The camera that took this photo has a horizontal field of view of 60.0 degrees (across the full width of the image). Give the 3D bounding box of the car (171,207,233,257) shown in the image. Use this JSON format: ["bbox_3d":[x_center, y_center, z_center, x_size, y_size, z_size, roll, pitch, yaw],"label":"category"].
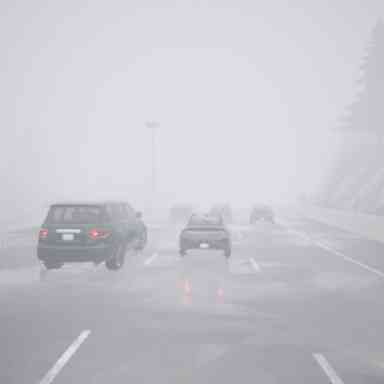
[{"bbox_3d":[0.612,1.605,13.580,2.128,1.511,4.902,0,0,5],"label":"car"}]

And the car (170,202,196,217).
[{"bbox_3d":[-0.723,1.721,31.541,1.882,1.535,5.008,0,0,10],"label":"car"}]

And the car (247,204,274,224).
[{"bbox_3d":[5.706,1.769,27.457,1.837,1.490,4.892,0,0,9],"label":"car"}]

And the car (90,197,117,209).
[{"bbox_3d":[-14.094,1.659,53.160,2.097,1.767,4.553,0,0,15],"label":"car"}]

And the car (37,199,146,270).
[{"bbox_3d":[-3.084,1.289,11.413,2.150,2.045,5.566,0,0,4],"label":"car"}]

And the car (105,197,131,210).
[{"bbox_3d":[-11.169,1.661,50.503,2.097,1.767,4.553,0,0,15],"label":"car"}]

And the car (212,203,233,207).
[{"bbox_3d":[2.860,1.751,31.655,1.882,1.535,5.008,0,0,10],"label":"car"}]

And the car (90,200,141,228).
[{"bbox_3d":[-5.368,1.499,24.031,2.097,1.767,4.553,0,-1,7],"label":"car"}]
